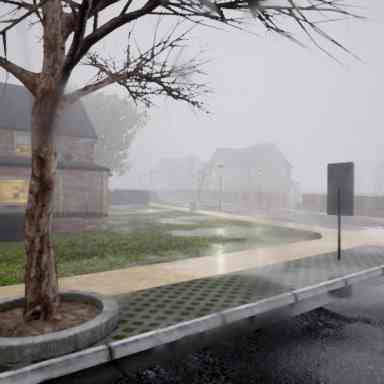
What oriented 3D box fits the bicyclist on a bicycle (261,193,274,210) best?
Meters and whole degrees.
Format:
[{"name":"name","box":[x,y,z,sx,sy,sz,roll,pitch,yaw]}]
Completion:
[{"name":"bicyclist on a bicycle","box":[7.245,0.882,31.915,1.656,1.620,0.582,1,1,-28]}]

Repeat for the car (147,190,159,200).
[{"name":"car","box":[-6.673,0.503,51.842,1.837,1.490,4.892,1,1,-28]}]
